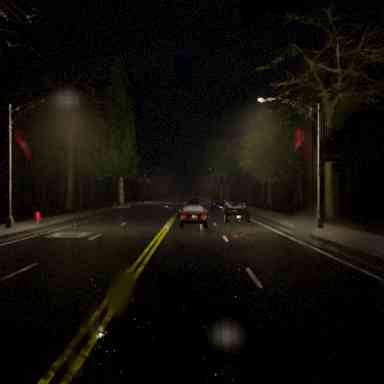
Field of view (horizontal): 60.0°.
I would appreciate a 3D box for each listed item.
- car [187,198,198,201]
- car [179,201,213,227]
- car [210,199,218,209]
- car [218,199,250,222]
[{"bbox_3d":[0.093,1.589,43.220,1.837,1.490,4.892,0,0,0],"label":"car"},{"bbox_3d":[0.096,1.567,22.918,2.033,1.411,5.357,0,0,0],"label":"car"},{"bbox_3d":[3.348,1.609,42.898,1.812,1.442,4.674,0,0,0],"label":"car"},{"bbox_3d":[3.347,1.533,26.277,1.837,1.490,4.892,0,0,0],"label":"car"}]
